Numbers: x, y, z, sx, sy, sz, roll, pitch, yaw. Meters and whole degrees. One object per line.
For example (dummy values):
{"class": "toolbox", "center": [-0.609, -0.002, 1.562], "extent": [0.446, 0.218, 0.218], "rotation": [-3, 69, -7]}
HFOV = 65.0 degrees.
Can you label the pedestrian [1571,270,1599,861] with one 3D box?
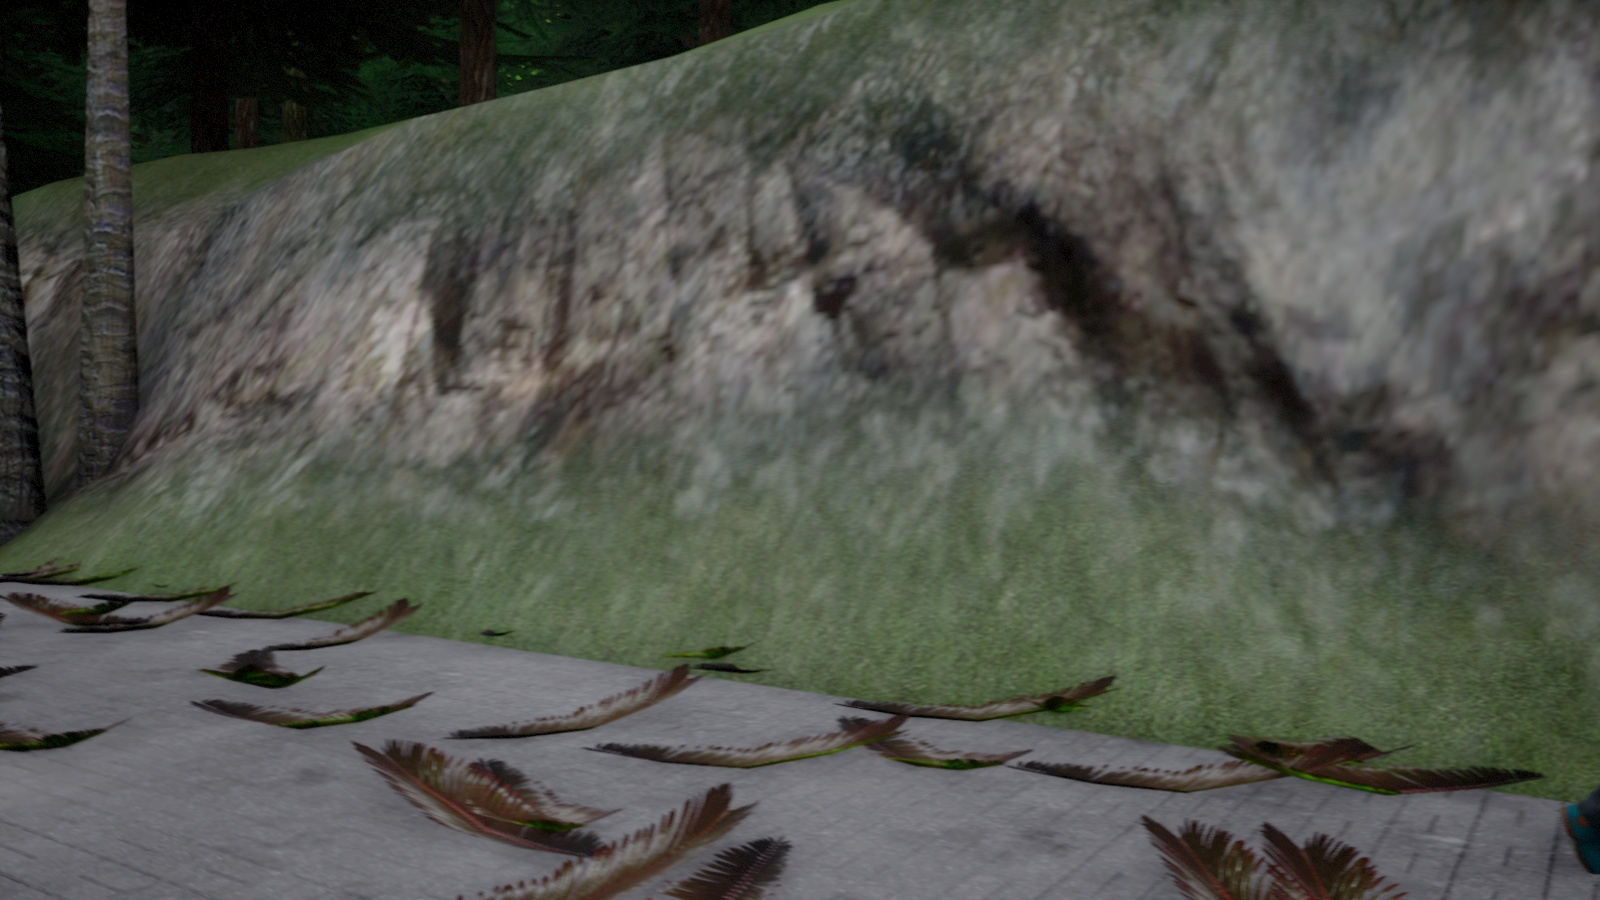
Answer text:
{"class": "pedestrian", "center": [2.786, 0.360, 3.936], "extent": [0.614, 1.847, 0.353], "rotation": [0, 1, 34]}
